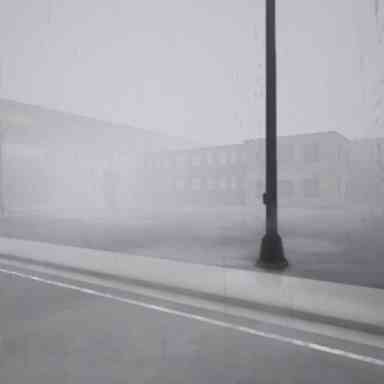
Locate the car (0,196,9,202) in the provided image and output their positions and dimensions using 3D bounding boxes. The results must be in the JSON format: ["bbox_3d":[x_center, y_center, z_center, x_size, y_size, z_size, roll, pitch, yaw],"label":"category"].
[{"bbox_3d":[-35.555,1.511,62.202,2.038,1.542,4.974,0,0,-25],"label":"car"}]

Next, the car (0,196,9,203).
[{"bbox_3d":[-35.578,1.353,62.248,1.853,1.218,4.536,0,0,-25],"label":"car"}]
